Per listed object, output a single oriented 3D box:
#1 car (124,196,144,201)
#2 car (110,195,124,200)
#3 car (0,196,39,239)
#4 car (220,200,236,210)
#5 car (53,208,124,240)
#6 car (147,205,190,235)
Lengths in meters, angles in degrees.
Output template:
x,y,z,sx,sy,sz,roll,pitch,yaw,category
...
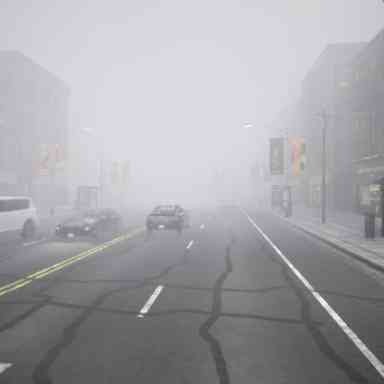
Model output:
x,y,z,sx,sy,sz,roll,pitch,yaw,category
-14.858,1.588,87.374,4.718,1.301,1.895,0,0,36,car
-19.911,1.513,90.078,4.674,1.452,2.002,0,0,26,car
-8.957,1.220,14.455,2.150,2.045,5.566,0,0,6,car
4.539,1.598,41.966,1.895,1.301,4.718,0,0,4,car
-5.127,1.546,17.462,2.033,1.411,5.357,0,0,6,car
-1.257,1.490,18.927,2.128,1.511,4.902,0,0,6,car
